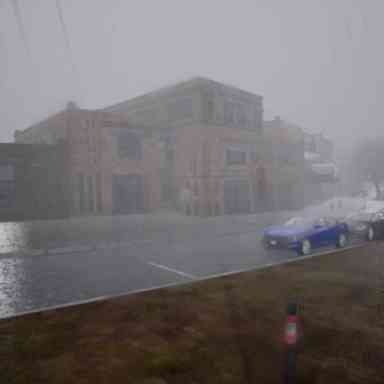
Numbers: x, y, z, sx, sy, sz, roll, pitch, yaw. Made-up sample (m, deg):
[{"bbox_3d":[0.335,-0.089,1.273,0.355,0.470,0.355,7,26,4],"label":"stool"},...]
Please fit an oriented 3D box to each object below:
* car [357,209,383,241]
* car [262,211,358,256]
[{"bbox_3d":[9.892,1.818,19.116,4.892,1.521,2.231,1,-1,-42],"label":"car"},{"bbox_3d":[5.166,1.773,14.908,5.008,1.535,2.097,1,-1,-40],"label":"car"}]
